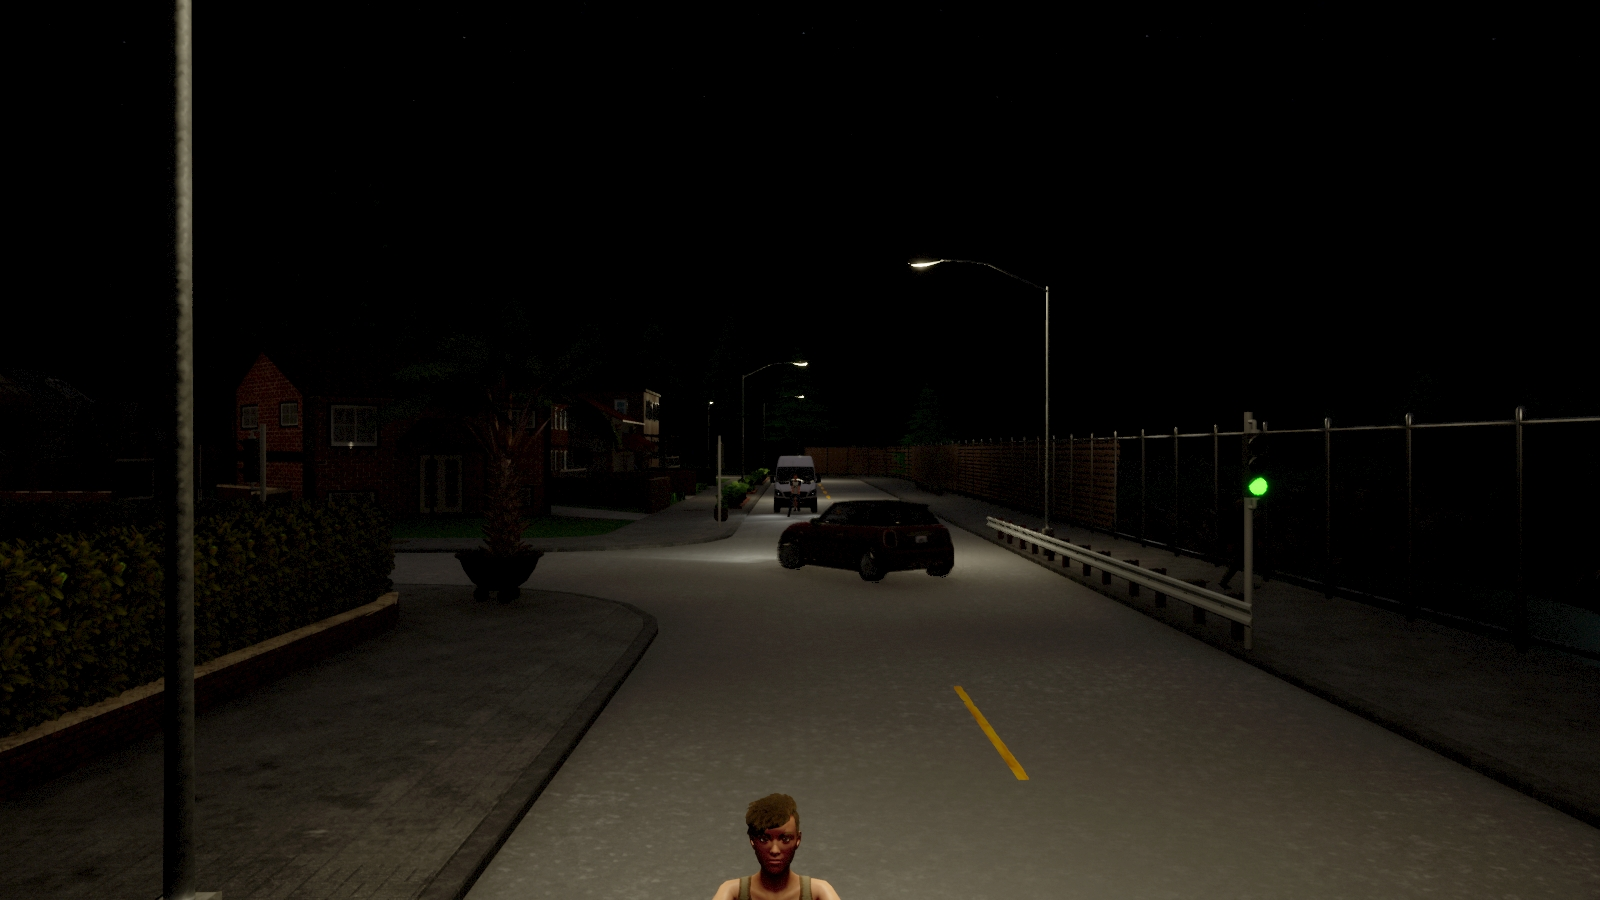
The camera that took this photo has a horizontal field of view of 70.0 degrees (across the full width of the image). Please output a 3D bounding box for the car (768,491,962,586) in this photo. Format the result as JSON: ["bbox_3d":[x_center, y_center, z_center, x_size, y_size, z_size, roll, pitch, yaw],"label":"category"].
[{"bbox_3d":[1.372,1.915,26.053,2.097,1.767,4.553,0,0,-34],"label":"car"}]

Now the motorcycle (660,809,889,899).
[{"bbox_3d":[-0.084,2.157,3.590,0.764,1.307,2.356,0,0,-1],"label":"motorcycle"}]

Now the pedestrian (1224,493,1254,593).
[{"bbox_3d":[8.306,1.752,21.634,0.375,1.860,0.375,0,0,-28],"label":"pedestrian"}]
